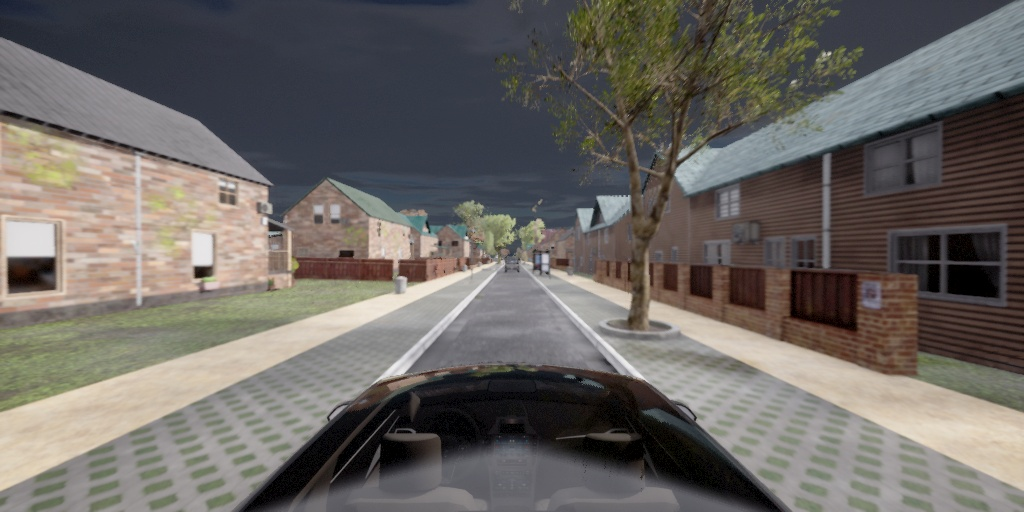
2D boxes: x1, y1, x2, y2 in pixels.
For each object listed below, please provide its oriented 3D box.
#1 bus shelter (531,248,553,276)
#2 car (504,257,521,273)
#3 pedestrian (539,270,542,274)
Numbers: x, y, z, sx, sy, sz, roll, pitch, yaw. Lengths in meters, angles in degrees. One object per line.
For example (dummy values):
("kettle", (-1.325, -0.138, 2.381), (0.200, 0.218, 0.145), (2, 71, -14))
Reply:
("bus shelter", (3.023, 0.630, 35.515), (1.920, 2.740, 3.880), (0, 0, 0))
("car", (0.026, 1.260, 44.495), (2.128, 1.511, 4.902), (0, 0, 0))
("pedestrian", (3.024, 0.899, 37.267), (0.375, 1.860, 0.375), (-1, 0, 0))
